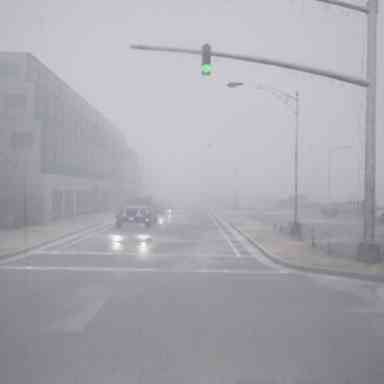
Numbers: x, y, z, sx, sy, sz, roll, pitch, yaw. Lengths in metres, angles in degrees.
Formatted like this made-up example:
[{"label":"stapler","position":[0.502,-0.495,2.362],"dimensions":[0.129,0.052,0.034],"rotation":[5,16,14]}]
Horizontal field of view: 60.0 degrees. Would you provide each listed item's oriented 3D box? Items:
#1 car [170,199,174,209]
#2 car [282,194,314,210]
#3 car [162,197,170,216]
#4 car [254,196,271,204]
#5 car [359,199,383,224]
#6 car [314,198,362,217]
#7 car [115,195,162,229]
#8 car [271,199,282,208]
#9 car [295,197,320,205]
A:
[{"label":"car","position":[-3.560,1.470,44.506],"dimensions":[1.812,1.442,4.674],"rotation":[1,0,0]},{"label":"car","position":[14.177,1.274,42.940],"dimensions":[3.866,1.878,1.905],"rotation":[1,0,0]},{"label":"car","position":[-3.586,1.452,32.790],"dimensions":[1.882,1.535,5.008],"rotation":[1,1,0]},{"label":"car","position":[13.895,1.510,64.430],"dimensions":[3.633,1.501,1.845],"rotation":[1,0,0]},{"label":"car","position":[14.501,1.485,23.729],"dimensions":[3.806,1.475,1.970],"rotation":[1,0,0]},{"label":"car","position":[14.177,1.385,30.146],"dimensions":[5.027,1.636,2.152],"rotation":[1,0,0]},{"label":"car","position":[-3.585,1.224,22.403],"dimensions":[2.150,2.045,5.566],"rotation":[1,0,0]},{"label":"car","position":[13.764,1.282,45.846],"dimensions":[4.605,1.855,1.932],"rotation":[1,0,0]},{"label":"car","position":[21.315,1.627,61.451],"dimensions":[3.806,1.475,1.970],"rotation":[1,0,0]}]
